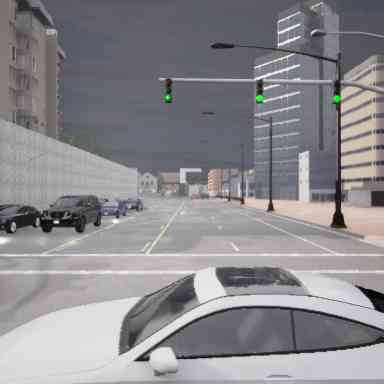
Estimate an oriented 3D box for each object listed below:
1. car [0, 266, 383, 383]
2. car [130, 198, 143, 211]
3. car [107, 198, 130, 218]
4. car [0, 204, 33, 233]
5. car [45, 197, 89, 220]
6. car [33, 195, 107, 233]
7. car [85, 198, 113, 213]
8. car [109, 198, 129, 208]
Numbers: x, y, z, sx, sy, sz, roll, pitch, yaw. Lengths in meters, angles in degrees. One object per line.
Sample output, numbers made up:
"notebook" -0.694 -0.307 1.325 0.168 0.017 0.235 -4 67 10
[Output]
"car" 0.355 1.530 3.266 4.674 1.442 1.812 0 0 0
"car" -7.112 1.491 40.168 2.128 1.511 4.902 0 0 0
"car" -7.114 1.526 29.826 1.812 1.442 4.674 0 0 0
"car" -10.611 1.505 19.553 1.837 1.490 4.892 0 0 0
"car" -10.615 1.352 28.621 2.097 1.767 4.553 0 0 0
"car" -7.107 1.221 20.185 2.150 2.045 5.566 0 0 0
"car" -10.614 1.505 38.439 1.837 1.490 4.892 0 0 0
"car" -10.582 1.601 48.499 1.895 1.301 4.718 0 0 0
